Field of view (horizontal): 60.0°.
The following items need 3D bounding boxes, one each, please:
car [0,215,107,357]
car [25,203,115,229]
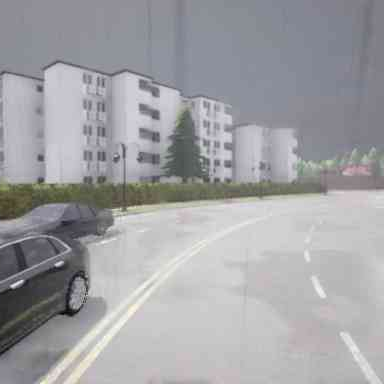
[{"bbox_3d":[-3.016,1.350,4.320,1.837,1.490,4.892,0,2,9],"label":"car"},{"bbox_3d":[-4.880,1.124,12.375,2.033,1.411,5.357,1,2,17],"label":"car"}]
